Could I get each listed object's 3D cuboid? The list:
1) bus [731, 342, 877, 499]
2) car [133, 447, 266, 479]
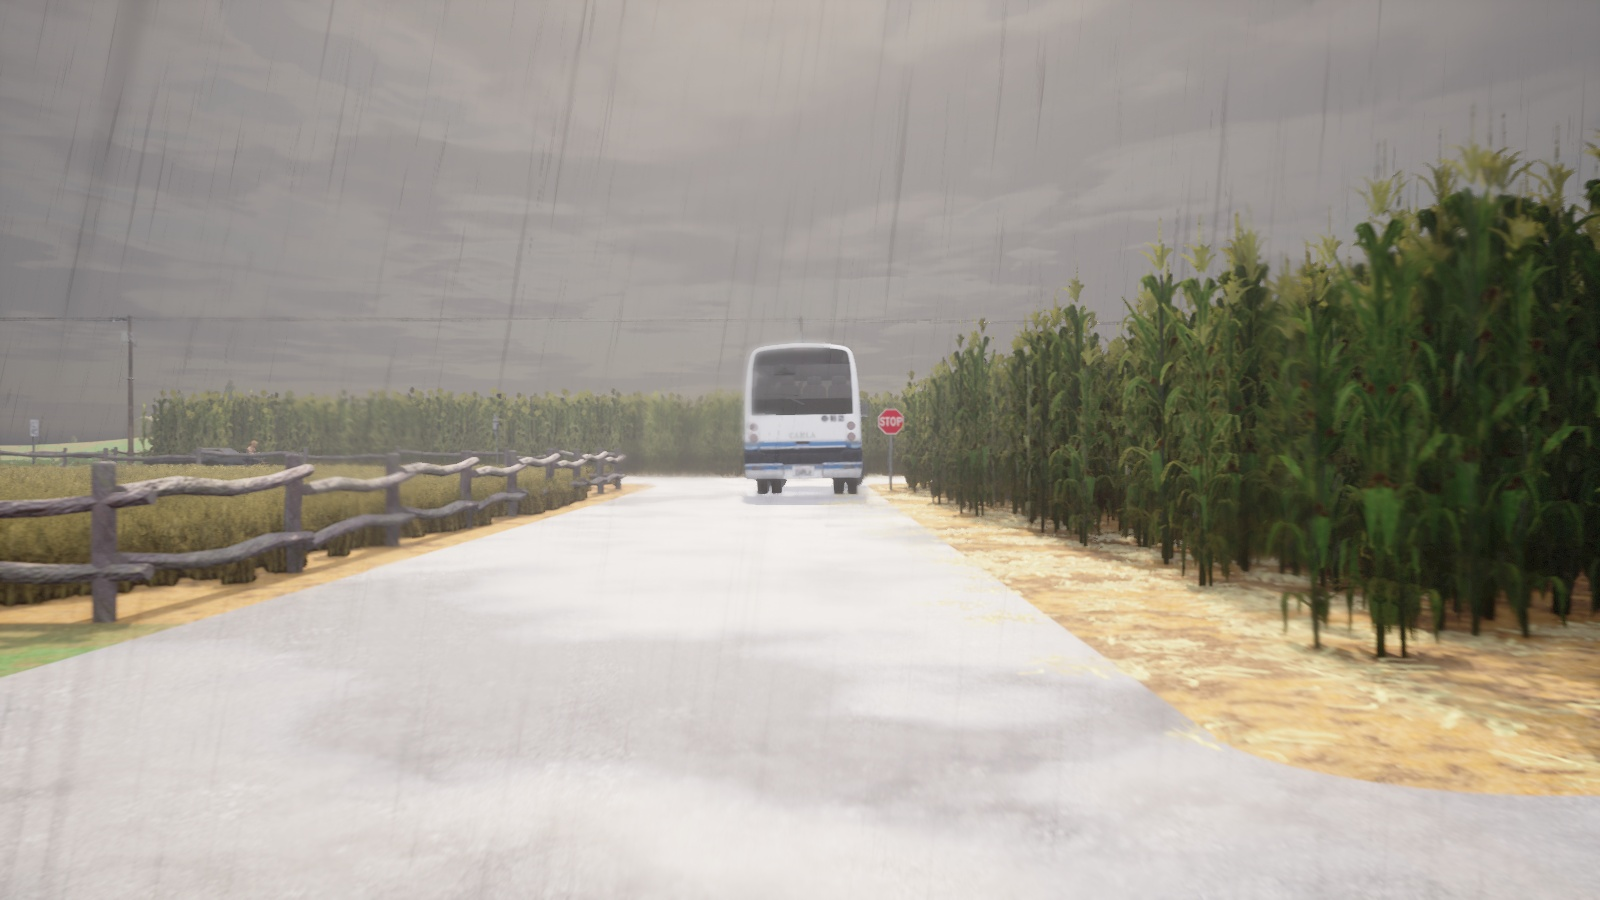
[{"bbox_3d":[0.400,-0.854,39.724,3.944,4.253,10.273,-1,0,3],"label":"bus"},{"bbox_3d":[-25.301,0.527,53.026,4.718,1.301,1.895,0,0,0],"label":"car"}]
